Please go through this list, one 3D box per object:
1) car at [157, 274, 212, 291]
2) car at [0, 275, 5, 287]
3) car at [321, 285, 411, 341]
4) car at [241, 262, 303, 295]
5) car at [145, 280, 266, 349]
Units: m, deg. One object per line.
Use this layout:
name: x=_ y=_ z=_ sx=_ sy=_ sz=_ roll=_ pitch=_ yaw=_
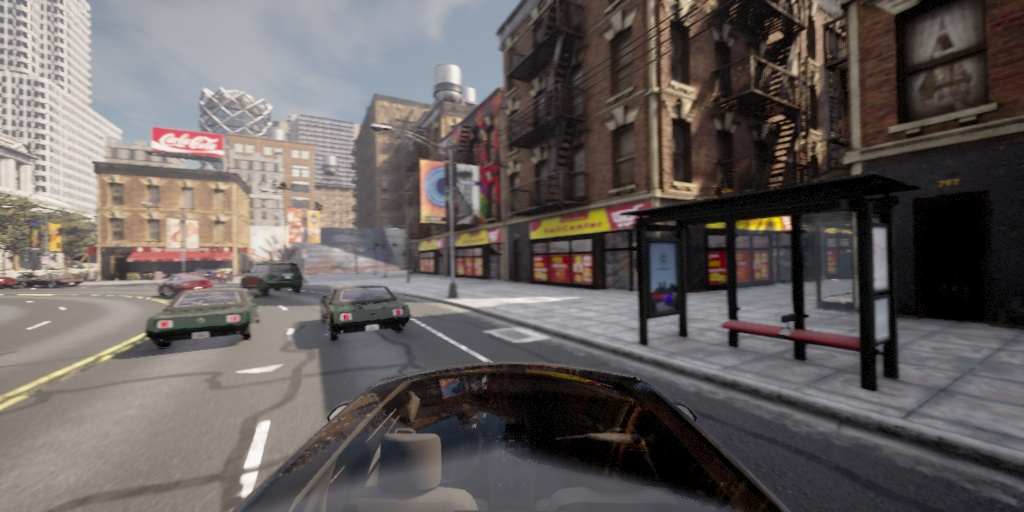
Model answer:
car: x=-20.773 y=1.838 z=22.854 sx=4.674 sy=1.442 sz=1.812 roll=-1 pitch=-1 yaw=34
car: x=-39.561 y=1.912 z=25.490 sx=4.181 sy=1.385 sz=1.994 roll=-1 pitch=0 yaw=4
car: x=-4.571 y=1.505 z=10.690 sx=1.895 sy=1.301 sz=4.718 roll=-1 pitch=0 yaw=-31
car: x=-15.898 y=1.443 z=23.721 sx=5.566 sy=2.045 sz=2.150 roll=-1 pitch=-1 yaw=38
car: x=-8.349 y=1.576 z=10.162 sx=1.895 sy=1.301 sz=4.718 roll=-1 pitch=0 yaw=-32
